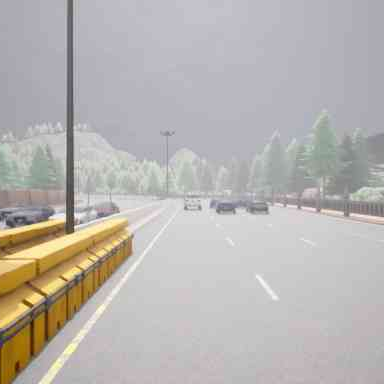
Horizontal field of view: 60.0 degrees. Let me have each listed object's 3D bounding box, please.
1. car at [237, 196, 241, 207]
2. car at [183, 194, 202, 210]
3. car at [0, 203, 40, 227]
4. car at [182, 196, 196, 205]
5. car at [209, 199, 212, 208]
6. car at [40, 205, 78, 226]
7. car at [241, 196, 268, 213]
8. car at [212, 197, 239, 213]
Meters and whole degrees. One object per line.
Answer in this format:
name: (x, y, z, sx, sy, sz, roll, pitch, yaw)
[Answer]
car: (7.015, 1.352, 46.952, 2.097, 1.767, 4.553, 0, 0, 0)
car: (0.098, 1.222, 44.029, 2.150, 2.045, 5.566, 0, 0, 0)
car: (-10.492, 1.564, 22.289, 1.994, 1.385, 4.181, 0, 0, 0)
car: (-0.529, 1.491, 58.742, 2.128, 1.511, 4.902, 0, 0, -5)
car: (3.523, 1.478, 47.485, 1.882, 1.535, 5.008, 0, 0, 0)
car: (-7.019, 1.526, 19.966, 1.812, 1.442, 4.674, 0, 0, 0)
car: (7.070, 1.492, 36.532, 2.128, 1.511, 4.902, 0, 0, 0)
car: (3.605, 1.478, 36.770, 1.882, 1.535, 5.008, 0, 0, 0)
